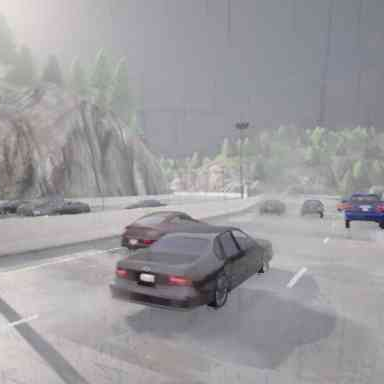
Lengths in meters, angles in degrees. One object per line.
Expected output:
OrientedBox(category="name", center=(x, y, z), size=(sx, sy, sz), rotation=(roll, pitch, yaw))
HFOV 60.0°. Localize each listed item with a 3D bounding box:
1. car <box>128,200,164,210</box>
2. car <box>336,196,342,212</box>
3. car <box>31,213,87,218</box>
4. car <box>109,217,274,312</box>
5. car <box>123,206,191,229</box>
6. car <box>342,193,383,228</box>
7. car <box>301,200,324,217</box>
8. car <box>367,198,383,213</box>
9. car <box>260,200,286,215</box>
OrientedBox(category="car", center=(-4.203, 1.417, 30.689), size=(2.033, 1.411, 5.357), rotation=(0, 0, 23))
OrientedBox(category="car", center=(16.598, 1.178, 35.459), size=(2.097, 1.767, 4.553), rotation=(0, 0, 20))
OrientedBox(category="car", center=(-10.170, 1.388, 26.092), size=(2.128, 1.511, 4.902), rotation=(0, 0, 25))
OrientedBox(category="car", center=(0.416, 1.512, 7.935), size=(2.033, 1.411, 5.357), rotation=(0, 0, 28))
OrientedBox(category="car", center=(-0.853, 1.469, 13.043), size=(1.812, 1.442, 4.674), rotation=(0, 0, 28))
OrientedBox(category="car", center=(11.040, 1.111, 21.466), size=(2.150, 2.045, 5.566), rotation=(0, 0, 25))
OrientedBox(category="car", center=(10.851, 1.404, 29.955), size=(2.033, 1.411, 5.357), rotation=(0, 0, 22))
OrientedBox(category="car", center=(20.521, 1.367, 36.043), size=(2.033, 1.411, 5.357), rotation=(0, 0, 19))
OrientedBox(category="car", center=(7.750, 1.416, 31.734), size=(1.994, 1.385, 4.181), rotation=(0, 0, 22))
